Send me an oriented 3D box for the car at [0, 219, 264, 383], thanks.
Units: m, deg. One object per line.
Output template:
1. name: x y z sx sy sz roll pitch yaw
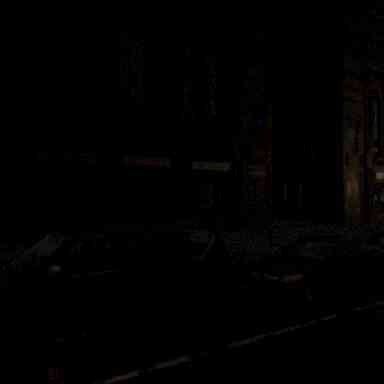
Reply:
1. car: -1.531 1.412 5.264 5.009 1.841 2.192 1 -1 -31

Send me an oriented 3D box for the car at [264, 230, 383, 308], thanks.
1. car: 3.256 1.740 8.167 4.206 1.307 1.802 1 -1 -31
